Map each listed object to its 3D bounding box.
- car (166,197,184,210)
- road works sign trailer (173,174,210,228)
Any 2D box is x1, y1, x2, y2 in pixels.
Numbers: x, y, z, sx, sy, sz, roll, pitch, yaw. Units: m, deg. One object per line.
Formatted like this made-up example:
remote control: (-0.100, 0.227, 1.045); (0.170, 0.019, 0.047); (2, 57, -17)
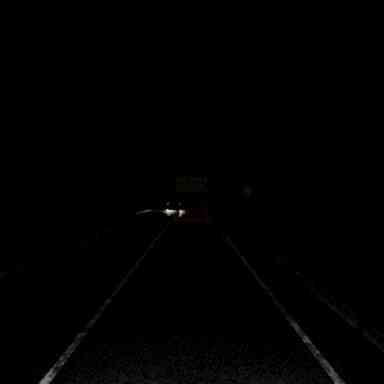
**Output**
car: (-2.360, 1.567, 47.706); (2.097, 1.767, 4.553); (0, 0, 6)
road works sign trailer: (-0.001, 0.568, 22.827); (2.380, 3.560, 2.880); (0, 0, 0)
